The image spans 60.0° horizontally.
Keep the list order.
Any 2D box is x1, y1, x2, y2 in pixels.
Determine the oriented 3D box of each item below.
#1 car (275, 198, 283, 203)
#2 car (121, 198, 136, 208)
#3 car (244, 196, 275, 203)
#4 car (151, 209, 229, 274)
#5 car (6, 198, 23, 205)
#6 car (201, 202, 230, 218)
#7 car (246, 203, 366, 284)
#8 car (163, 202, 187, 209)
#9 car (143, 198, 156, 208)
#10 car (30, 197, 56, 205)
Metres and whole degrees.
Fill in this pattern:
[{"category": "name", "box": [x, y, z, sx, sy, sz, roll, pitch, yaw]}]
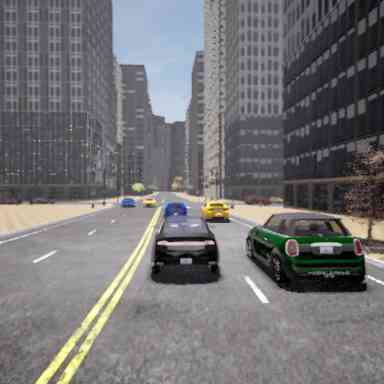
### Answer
[{"category": "car", "box": [17.204, 1.743, 70.438, 4.829, 1.417, 1.752, 0, 0, -3]}, {"category": "car", "box": [-9.753, 1.614, 51.169, 1.882, 1.535, 5.008, 0, 0, -4]}, {"category": "car", "box": [12.228, 1.617, 61.757, 5.009, 1.841, 2.192, 0, 0, -3]}, {"category": "car", "box": [-0.248, 1.519, 10.712, 2.128, 1.511, 4.902, 0, 0, -2]}, {"category": "car", "box": [-32.309, 1.625, 59.093, 4.206, 1.307, 1.802, 0, 0, -3]}, {"category": "car", "box": [1.870, 1.536, 27.829, 1.882, 1.535, 5.008, 0, 0, -4]}, {"category": "car", "box": [3.033, 1.369, 9.833, 2.097, 1.767, 4.553, 0, 0, -2]}, {"category": "car", "box": [-1.384, 1.547, 27.764, 1.882, 1.535, 5.008, 0, 0, -4]}, {"category": "car", "box": [-6.503, 1.603, 51.266, 1.882, 1.535, 5.008, 0, 0, -4]}, {"category": "car", "box": [-26.630, 1.643, 59.384, 4.313, 1.339, 1.947, 0, 0, -3]}]
